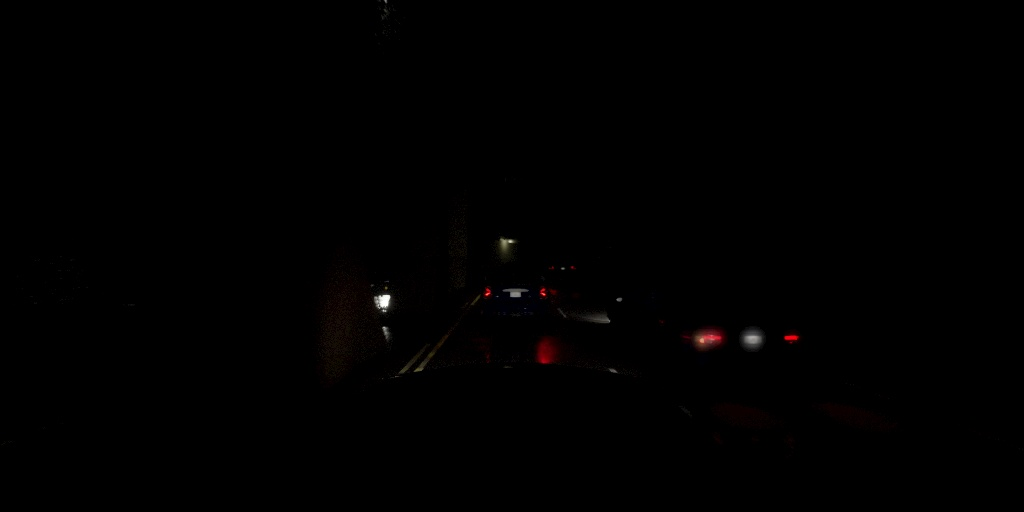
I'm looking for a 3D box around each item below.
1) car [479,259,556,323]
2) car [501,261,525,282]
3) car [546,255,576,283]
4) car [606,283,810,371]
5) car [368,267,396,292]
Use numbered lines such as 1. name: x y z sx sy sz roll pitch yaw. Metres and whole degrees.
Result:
1. car: 0.099 1.102 12.189 2.097 1.767 4.553 0 0 0
2. car: 0.043 1.228 30.316 1.882 1.535 5.008 0 0 -1
3. car: 3.586 0.971 28.046 2.150 2.045 5.566 0 0 0
4. car: 3.599 1.297 7.869 2.033 1.411 5.357 0 0 0
5. car: -7.120 1.314 20.208 1.994 1.385 4.181 0 0 0
